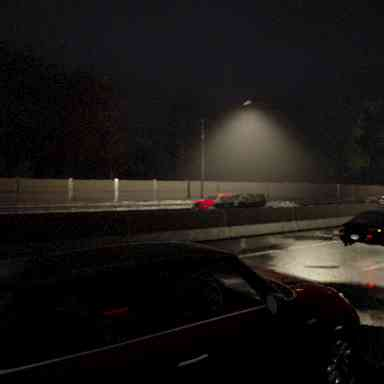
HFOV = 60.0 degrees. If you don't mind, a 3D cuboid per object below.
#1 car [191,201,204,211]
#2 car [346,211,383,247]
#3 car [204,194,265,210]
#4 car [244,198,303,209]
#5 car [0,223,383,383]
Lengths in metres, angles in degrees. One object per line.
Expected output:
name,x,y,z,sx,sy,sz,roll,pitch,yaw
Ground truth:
car,2.604,1.185,31.634,5.566,2.045,2.150,0,0,-35
car,7.913,1.500,13.683,4.674,1.442,1.812,0,0,-35
car,4.111,1.186,28.412,5.566,2.045,2.150,0,0,-35
car,6.801,1.455,26.030,4.902,1.511,2.128,0,0,-35
car,-0.125,1.348,3.657,4.553,1.767,2.097,0,0,-35
